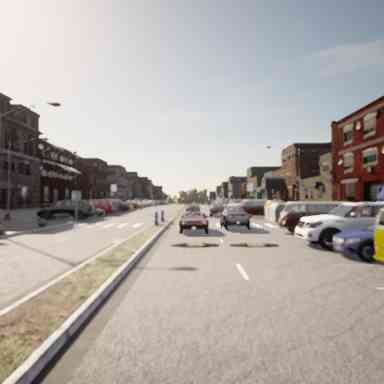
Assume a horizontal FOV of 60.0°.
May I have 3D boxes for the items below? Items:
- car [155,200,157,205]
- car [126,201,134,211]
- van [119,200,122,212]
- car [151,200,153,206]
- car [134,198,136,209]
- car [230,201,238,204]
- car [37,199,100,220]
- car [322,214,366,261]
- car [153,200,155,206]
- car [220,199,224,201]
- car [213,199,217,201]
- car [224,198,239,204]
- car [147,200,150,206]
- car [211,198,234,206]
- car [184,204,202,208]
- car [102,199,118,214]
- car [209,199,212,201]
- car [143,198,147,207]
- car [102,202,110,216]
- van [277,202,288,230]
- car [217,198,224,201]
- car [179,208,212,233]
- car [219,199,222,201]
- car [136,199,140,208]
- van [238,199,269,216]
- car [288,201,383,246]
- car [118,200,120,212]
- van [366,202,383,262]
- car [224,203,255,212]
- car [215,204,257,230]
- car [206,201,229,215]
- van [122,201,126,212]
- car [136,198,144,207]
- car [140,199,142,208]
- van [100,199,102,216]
[{"bbox_3d":[-12.704,2.669,87.111,5.566,2.045,2.435,0,-1,0],"label":"car"},{"bbox_3d":[-12.792,2.160,53.893,5.566,2.045,2.435,0,-1,0],"label":"car"},{"bbox_3d":[-12.960,2.104,48.341,4.442,1.987,1.878,0,-1,0],"label":"van"},{"bbox_3d":[-12.745,2.833,81.553,4.674,1.452,2.002,0,-1,0],"label":"car"},{"bbox_3d":[-12.839,2.360,59.331,4.553,1.767,2.185,0,-1,0],"label":"car"},{"bbox_3d":[7.645,2.269,42.693,4.792,1.488,2.163,0,-1,0],"label":"car"},{"bbox_3d":[-12.942,1.837,34.324,5.566,2.045,2.435,0,-1,0],"label":"car"},{"bbox_3d":[7.653,1.697,12.364,4.674,1.452,2.002,0,-1,0],"label":"car"},{"bbox_3d":[-12.926,2.850,84.327,5.366,1.575,1.946,0,-1,0],"label":"car"},{"bbox_3d":[7.870,2.448,56.482,5.366,1.575,1.946,0,-1,0],"label":"car"},{"bbox_3d":[7.665,2.343,67.518,5.566,2.045,2.435,0,-1,0],"label":"car"},{"bbox_3d":[7.648,2.033,45.455,5.566,2.045,2.435,0,-1,0],"label":"car"},{"bbox_3d":[-12.948,2.695,76.127,5.366,1.575,1.946,0,-1,0],"label":"car"},{"bbox_3d":[7.678,2.607,84.050,5.566,2.045,2.435,0,-1,0],"label":"car"},{"bbox_3d":[0.133,2.244,41.598,1.837,1.490,4.892,0,-1,0],"label":"car"},{"bbox_3d":[-12.896,1.986,42.659,5.566,2.045,2.435,0,-1,0],"label":"car"},{"bbox_3d":[7.676,2.551,81.297,5.566,2.045,2.435,0,-1,0],"label":"car"},{"bbox_3d":[-12.782,2.624,70.570,5.008,1.535,2.097,0,-1,0],"label":"car"},{"bbox_3d":[-12.854,2.222,40.001,4.792,1.488,2.163,0,-1,0],"label":"car"},{"bbox_3d":[7.540,1.588,20.638,4.442,1.987,1.878,0,-1,0],"label":"van"},{"bbox_3d":[7.660,2.434,64.759,4.553,1.767,2.185,0,-1,0],"label":"car"},{"bbox_3d":[0.122,1.976,22.654,1.895,1.301,4.718,0,-1,0],"label":"car"},{"bbox_3d":[7.872,2.486,59.241,5.366,1.575,1.946,0,-1,0],"label":"car"},{"bbox_3d":[-12.795,2.521,62.107,5.008,1.535,2.097,0,-1,0],"label":"car"},{"bbox_3d":[7.786,1.917,37.180,4.442,1.987,1.878,0,-1,0],"label":"van"},{"bbox_3d":[7.624,1.454,15.128,5.566,2.045,2.435,0,-1,0],"label":"car"},{"bbox_3d":[-12.847,2.286,45.555,4.892,1.521,2.231,0,-1,0],"label":"car"},{"bbox_3d":[7.764,1.384,9.492,4.442,1.987,1.878,0,-1,0],"label":"van"},{"bbox_3d":[7.680,2.452,53.725,4.674,1.452,2.002,0,-1,0],"label":"car"},{"bbox_3d":[3.110,1.908,24.650,2.128,1.511,4.902,0,-1,0],"label":"car"},{"bbox_3d":[3.132,2.243,41.515,1.837,1.490,4.892,0,-1,0],"label":"car"},{"bbox_3d":[-12.948,2.143,50.994,4.442,1.987,1.878,0,-1,0],"label":"van"},{"bbox_3d":[-12.791,2.590,67.666,4.892,1.521,2.231,0,-1,0],"label":"car"},{"bbox_3d":[-12.822,2.584,64.887,4.792,1.488,2.163,0,-1,0],"label":"car"},{"bbox_3d":[-12.780,1.914,37.099,4.442,1.987,1.878,0,-1,0],"label":"van"}]
